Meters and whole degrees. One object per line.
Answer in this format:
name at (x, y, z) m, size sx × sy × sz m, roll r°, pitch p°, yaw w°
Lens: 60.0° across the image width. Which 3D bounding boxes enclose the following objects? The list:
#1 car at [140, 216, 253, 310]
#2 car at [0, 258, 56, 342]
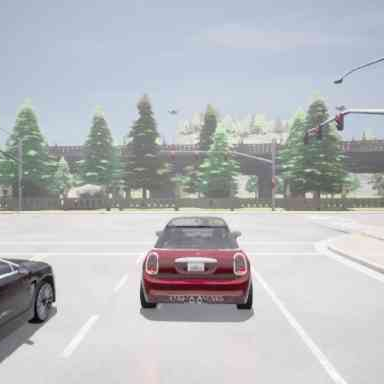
car at (0.146, 1.351, 8.010) m, size 2.097 × 1.767 × 4.553 m, roll 0°, pitch 0°, yaw 2°
car at (-3.434, 1.491, 4.258) m, size 2.128 × 1.511 × 4.902 m, roll 0°, pitch 0°, yaw 0°
